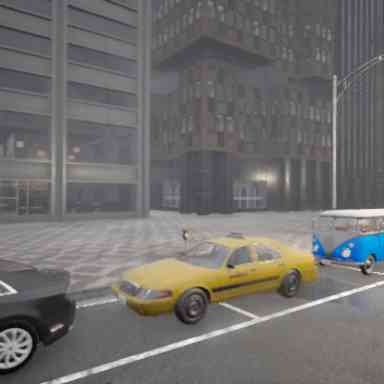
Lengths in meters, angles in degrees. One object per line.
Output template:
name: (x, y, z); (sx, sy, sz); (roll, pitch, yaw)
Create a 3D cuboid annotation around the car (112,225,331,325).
car: (0.752, 1.579, 7.188); (4.829, 1.417, 1.752); (1, -1, -35)

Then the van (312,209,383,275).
van: (5.483, 1.459, 10.564); (3.998, 1.788, 1.690); (1, -1, -35)

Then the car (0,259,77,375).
car: (-3.702, 1.543, 4.011); (4.403, 1.369, 2.008); (1, -1, -35)
